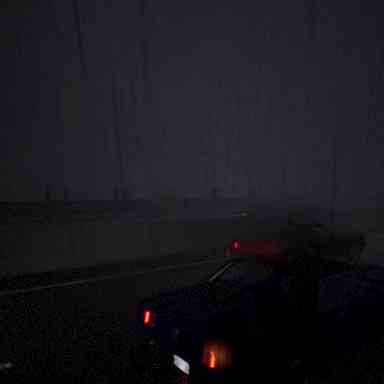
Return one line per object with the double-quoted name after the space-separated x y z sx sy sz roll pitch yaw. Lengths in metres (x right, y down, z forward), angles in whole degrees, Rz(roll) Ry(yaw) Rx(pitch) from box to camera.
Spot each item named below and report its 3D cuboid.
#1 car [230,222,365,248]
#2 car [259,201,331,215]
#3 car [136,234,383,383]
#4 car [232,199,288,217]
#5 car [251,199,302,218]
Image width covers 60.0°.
3.538 1.595 10.570 4.718 1.301 1.895 0 0 -36 "car"
7.201 1.535 22.028 5.357 1.411 2.033 0 0 -35 "car"
1.691 1.598 4.953 4.718 1.301 1.895 0 0 -36 "car"
5.150 1.492 24.863 4.892 1.490 1.837 0 0 -35 "car"
7.970 1.461 31.172 5.008 1.535 1.882 0 0 -35 "car"
